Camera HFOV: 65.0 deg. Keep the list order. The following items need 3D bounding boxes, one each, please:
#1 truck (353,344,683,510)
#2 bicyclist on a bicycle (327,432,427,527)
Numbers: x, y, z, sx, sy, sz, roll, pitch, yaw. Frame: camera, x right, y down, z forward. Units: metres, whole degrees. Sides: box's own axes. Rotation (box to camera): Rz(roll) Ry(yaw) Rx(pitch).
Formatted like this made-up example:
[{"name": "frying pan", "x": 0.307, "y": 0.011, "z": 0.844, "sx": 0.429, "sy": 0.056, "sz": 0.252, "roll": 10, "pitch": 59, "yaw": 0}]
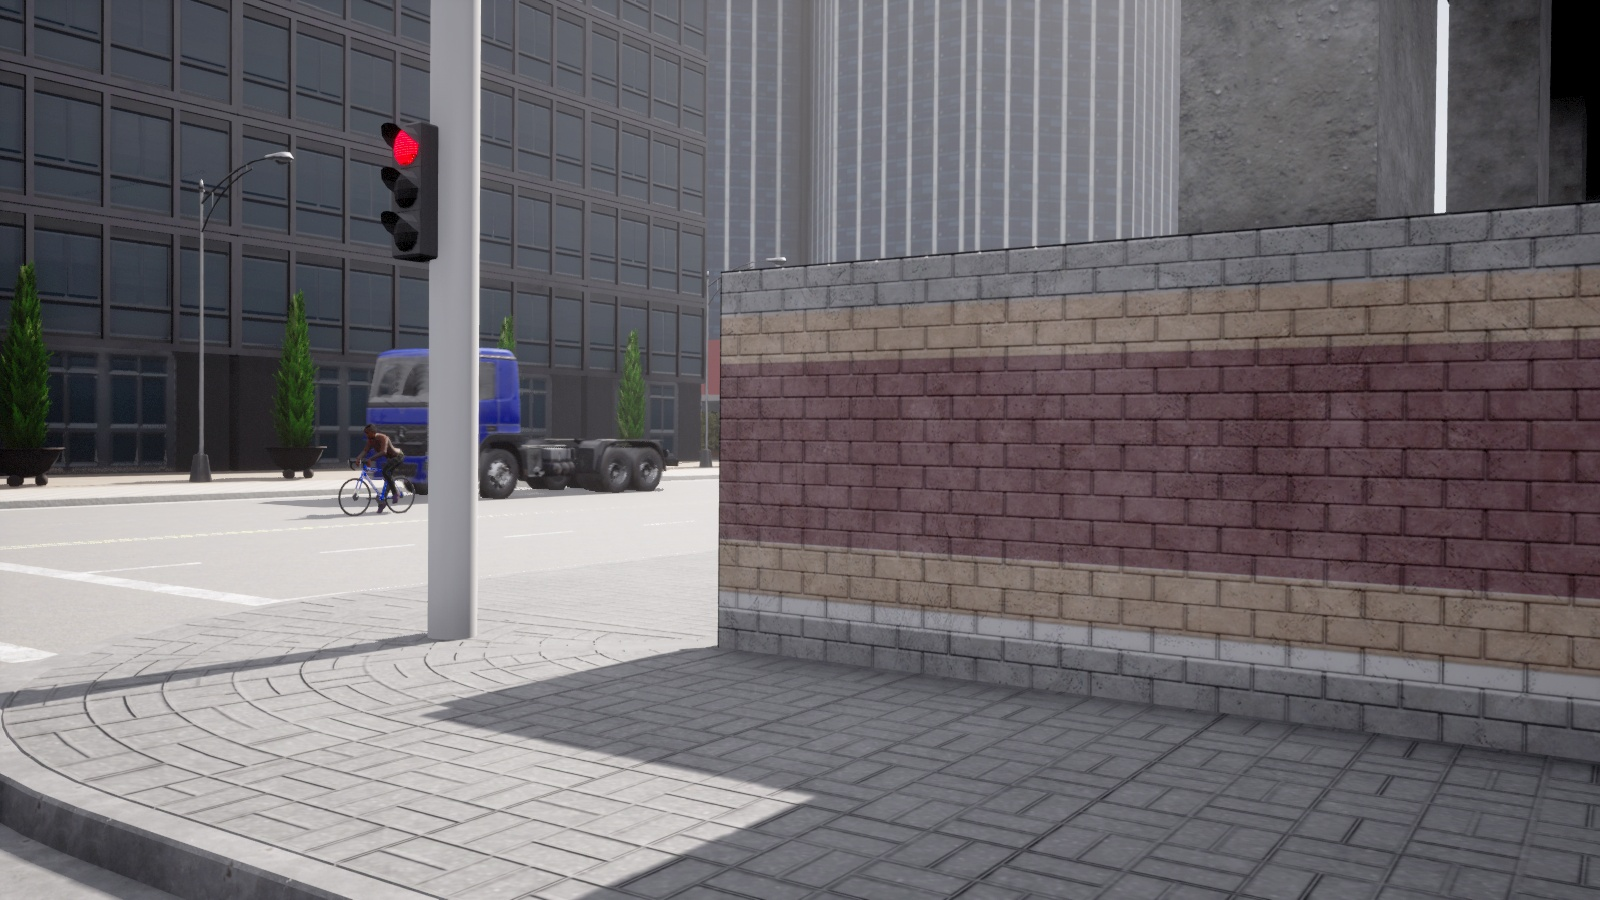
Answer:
[{"name": "truck", "x": -6.478, "y": -0.551, "z": 30.347, "sx": 2.891, "sy": 3.462, "sz": 7.936, "roll": 0, "pitch": 1, "yaw": 34}, {"name": "bicyclist on a bicycle", "x": -7.542, "y": 0.501, "z": 22.464, "sx": 0.582, "sy": 1.620, "sz": 1.656, "roll": 0, "pitch": 1, "yaw": 34}]
